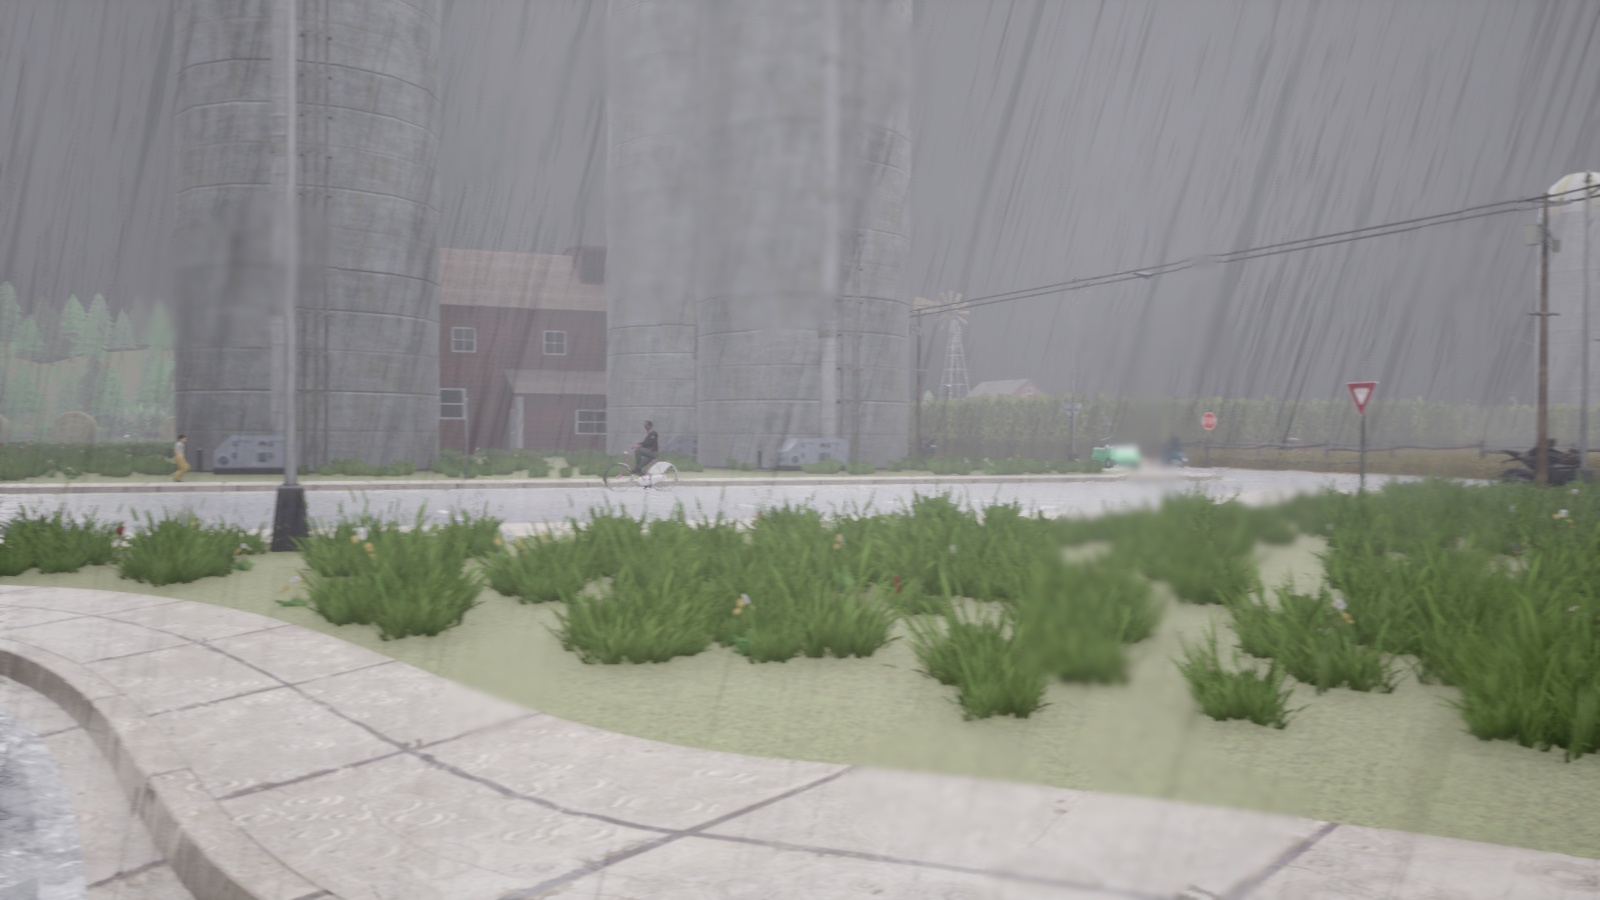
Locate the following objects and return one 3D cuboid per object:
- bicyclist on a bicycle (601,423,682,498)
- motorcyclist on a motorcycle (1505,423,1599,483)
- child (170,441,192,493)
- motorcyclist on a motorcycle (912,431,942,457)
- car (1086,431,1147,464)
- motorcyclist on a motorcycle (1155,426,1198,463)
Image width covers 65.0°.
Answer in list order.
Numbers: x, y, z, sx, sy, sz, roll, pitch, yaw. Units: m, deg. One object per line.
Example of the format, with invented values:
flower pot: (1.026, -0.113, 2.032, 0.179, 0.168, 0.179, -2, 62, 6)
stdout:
bicyclist on a bicycle: (-3.851, 0.229, 30.502, 1.843, 1.776, 0.659, -1, 1, -23)
motorcyclist on a motorcycle: (20.222, 0.083, 33.743, 2.191, 1.530, 0.866, 0, 3, 31)
child: (-15.282, 0.413, 31.006, 0.437, 1.263, 0.270, -1, 1, -20)
motorcyclist on a motorcycle: (7.794, -0.368, 76.983, 0.866, 1.530, 2.191, -1, 1, -22)
car: (13.563, -0.098, 53.885, 1.481, 1.376, 2.207, -1, 0, -22)
motorcyclist on a motorcycle: (16.639, -0.255, 55.536, 0.866, 1.590, 1.817, -1, 1, -22)
